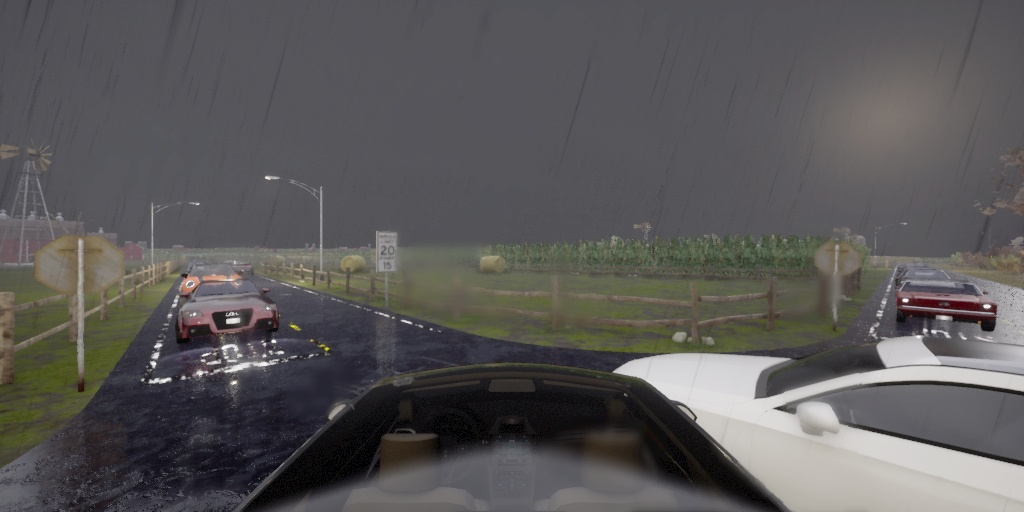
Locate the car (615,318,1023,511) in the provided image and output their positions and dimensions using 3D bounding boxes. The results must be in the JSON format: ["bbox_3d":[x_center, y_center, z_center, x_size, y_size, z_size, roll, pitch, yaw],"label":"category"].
[{"bbox_3d":[2.842,1.294,2.347,1.812,1.442,4.674,0,1,-44],"label":"car"}]

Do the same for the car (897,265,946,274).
[{"bbox_3d":[20.627,1.357,17.940,5.357,1.411,2.033,0,1,-43],"label":"car"}]

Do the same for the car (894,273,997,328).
[{"bbox_3d":[13.537,1.394,11.389,4.718,1.301,1.895,0,1,-43],"label":"car"}]

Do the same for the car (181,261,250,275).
[{"bbox_3d":[-13.688,1.134,16.447,2.097,1.767,4.553,0,0,-42],"label":"car"}]

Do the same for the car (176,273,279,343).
[{"bbox_3d":[-7.924,1.352,9.953,1.994,1.385,4.181,0,0,-42],"label":"car"}]

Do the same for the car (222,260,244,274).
[{"bbox_3d":[-33.626,1.289,43.170,1.837,1.490,4.892,0,0,-41],"label":"car"}]

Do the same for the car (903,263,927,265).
[{"bbox_3d":[27.392,1.392,24.183,4.181,1.385,1.994,0,1,-43],"label":"car"}]

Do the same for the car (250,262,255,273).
[{"bbox_3d":[-26.919,1.270,35.700,2.128,1.511,4.902,0,0,-41],"label":"car"}]
